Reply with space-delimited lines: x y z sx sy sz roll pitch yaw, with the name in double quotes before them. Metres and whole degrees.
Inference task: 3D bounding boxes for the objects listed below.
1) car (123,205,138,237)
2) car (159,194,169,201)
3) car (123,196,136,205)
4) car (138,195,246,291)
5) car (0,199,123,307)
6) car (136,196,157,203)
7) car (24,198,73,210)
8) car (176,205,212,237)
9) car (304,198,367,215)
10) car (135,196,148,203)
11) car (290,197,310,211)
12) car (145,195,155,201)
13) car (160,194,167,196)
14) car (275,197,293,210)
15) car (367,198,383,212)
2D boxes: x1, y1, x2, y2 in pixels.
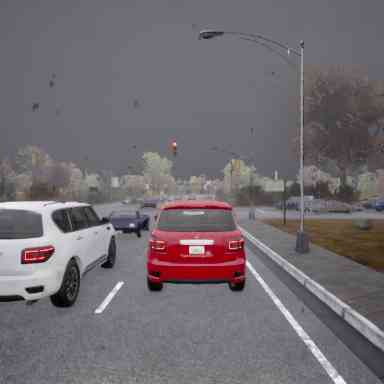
"car" -3.412 1.601 17.860 1.895 1.301 4.718 0 0 0
"car" -7.059 1.355 83.383 2.097 1.767 4.553 0 0 0
"car" -10.625 1.491 56.468 2.128 1.511 4.902 0 0 0
"car" 0.091 1.221 9.153 2.150 2.045 5.566 0 0 0
"car" -3.406 1.221 8.092 2.150 2.045 5.566 0 0 0
"car" -5.969 1.601 44.515 1.895 1.301 4.718 0 0 -15
"car" -18.109 1.547 42.289 5.357 1.411 2.033 0 0 -4
"car" 0.087 1.526 18.847 1.812 1.442 4.674 0 0 0
"car" 14.271 1.547 33.716 5.357 1.411 2.033 0 0 3
"car" -10.551 1.595 69.526 1.895 1.301 4.718 0 0 0
"car" 13.750 1.564 37.511 4.181 1.385 1.994 0 0 3
"car" -10.559 1.552 83.361 1.994 1.385 4.181 0 0 0
"car" -7.051 1.355 69.579 2.097 1.767 4.553 0 0 0
"car" 12.602 1.352 41.081 4.553 1.767 2.097 0 0 3
"car" 23.085 1.212 37.008 5.566 2.045 2.150 0 0 3
